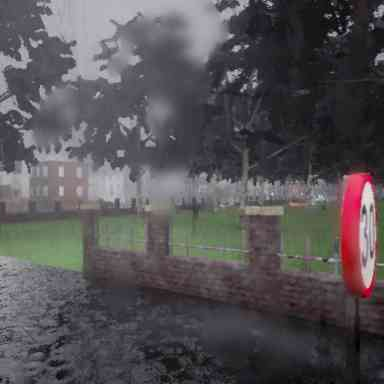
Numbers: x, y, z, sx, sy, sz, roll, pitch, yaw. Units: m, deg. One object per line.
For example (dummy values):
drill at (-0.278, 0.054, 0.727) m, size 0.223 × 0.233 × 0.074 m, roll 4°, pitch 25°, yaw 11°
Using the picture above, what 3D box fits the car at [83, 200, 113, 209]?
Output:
car at (-13.431, 1.903, 47.061) m, size 2.128 × 1.511 × 4.902 m, roll -1°, pitch -1°, yaw 36°
